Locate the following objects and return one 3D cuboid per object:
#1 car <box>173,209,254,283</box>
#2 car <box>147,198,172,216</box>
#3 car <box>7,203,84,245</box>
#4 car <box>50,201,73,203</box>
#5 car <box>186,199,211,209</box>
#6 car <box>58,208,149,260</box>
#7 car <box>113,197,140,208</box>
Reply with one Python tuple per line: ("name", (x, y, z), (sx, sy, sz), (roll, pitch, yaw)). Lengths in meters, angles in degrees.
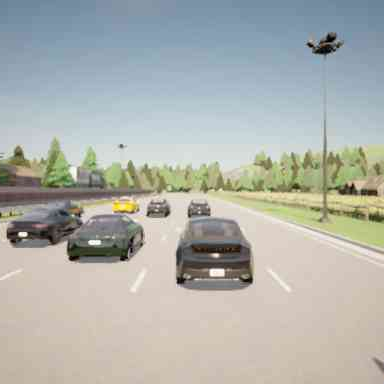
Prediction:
("car", (0.536, 1.451, 9.475), (1.837, 1.490, 4.892), (0, 0, 0))
("car", (-2.923, 1.321, 29.978), (2.128, 1.511, 4.902), (0, 0, 0))
("car", (-6.453, 1.436, 15.002), (1.812, 1.442, 4.674), (0, 0, 0))
("car", (-9.933, 1.397, 25.473), (2.033, 1.411, 5.357), (0, 0, 0))
("car", (0.572, 1.336, 27.659), (2.128, 1.511, 4.902), (0, 0, 0))
("car", (-2.958, 1.493, 12.123), (1.994, 1.385, 4.181), (0, 0, 0))
("car", (-6.417, 1.288, 32.978), (1.882, 1.535, 5.008), (0, 0, 0))
